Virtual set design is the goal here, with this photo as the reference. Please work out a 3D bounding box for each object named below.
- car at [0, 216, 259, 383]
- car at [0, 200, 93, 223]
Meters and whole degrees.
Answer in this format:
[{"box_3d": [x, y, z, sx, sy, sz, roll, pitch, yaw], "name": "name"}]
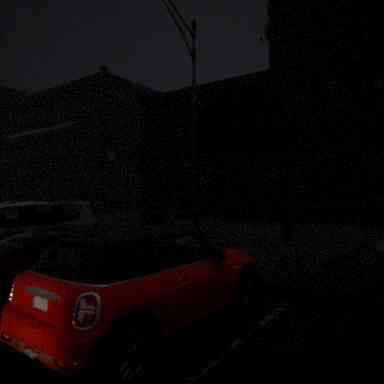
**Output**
[{"box_3d": [-0.585, 1.360, 5.733, 2.185, 1.767, 4.553, 0, 0, 35], "name": "car"}, {"box_3d": [-5.105, 1.258, 8.961, 2.435, 2.045, 5.566, -1, 0, 35], "name": "car"}]
